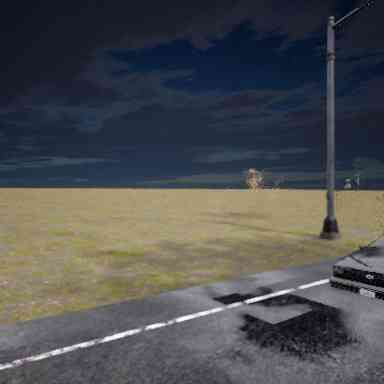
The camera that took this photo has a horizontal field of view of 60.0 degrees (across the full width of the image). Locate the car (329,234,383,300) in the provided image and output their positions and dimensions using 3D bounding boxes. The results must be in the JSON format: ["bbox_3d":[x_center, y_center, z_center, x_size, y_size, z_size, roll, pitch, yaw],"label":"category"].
[{"bbox_3d":[5.543,1.562,7.948,5.357,1.411,2.033,0,0,-36],"label":"car"}]
